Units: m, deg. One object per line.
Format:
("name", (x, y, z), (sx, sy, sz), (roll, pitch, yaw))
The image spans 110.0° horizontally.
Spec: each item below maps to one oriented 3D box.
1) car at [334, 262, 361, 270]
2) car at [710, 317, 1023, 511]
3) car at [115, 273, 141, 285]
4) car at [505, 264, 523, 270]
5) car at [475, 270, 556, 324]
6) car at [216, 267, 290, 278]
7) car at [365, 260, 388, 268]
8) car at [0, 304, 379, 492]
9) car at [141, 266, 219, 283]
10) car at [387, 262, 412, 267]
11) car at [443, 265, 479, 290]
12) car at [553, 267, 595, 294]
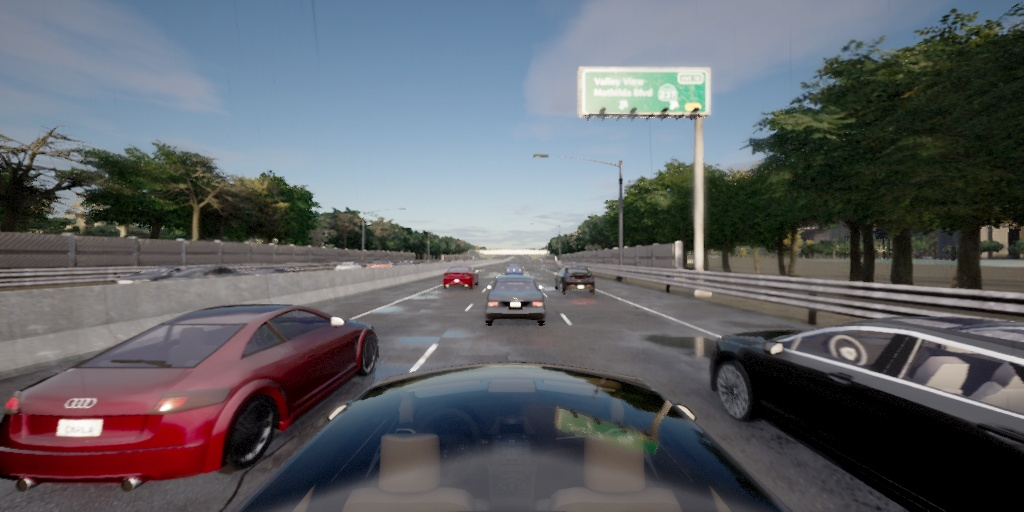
("car", (-20.892, 1.544, 45.731), (1.812, 1.442, 4.674), (0, 0, 1))
("car", (3.601, 1.250, 2.927), (2.128, 1.511, 4.902), (0, 0, 0))
("car", (-21.059, 1.366, 21.881), (2.128, 1.511, 4.902), (0, 0, 0))
("car", (0.236, 1.524, 38.813), (2.033, 1.411, 5.357), (0, 0, 0))
("car", (0.102, 1.365, 12.170), (2.033, 1.411, 5.357), (0, 0, 0))
("car", (-14.064, 1.430, 20.515), (1.994, 1.385, 4.181), (0, 0, 0))
("car", (-17.379, 1.377, 46.773), (2.097, 1.767, 4.553), (0, 0, 1))
("car", (-3.397, 1.335, 4.827), (1.994, 1.385, 4.181), (0, 0, 0))
("car", (-17.565, 1.371, 20.421), (1.837, 1.490, 4.892), (0, 0, 0))
("car", (-13.892, 1.525, 45.883), (1.837, 1.490, 4.892), (0, 0, 1))
("car", (-3.350, 1.366, 24.172), (1.882, 1.535, 5.008), (0, 0, 0))
("car", (3.638, 1.378, 21.316), (1.837, 1.490, 4.892), (0, 0, 0))
